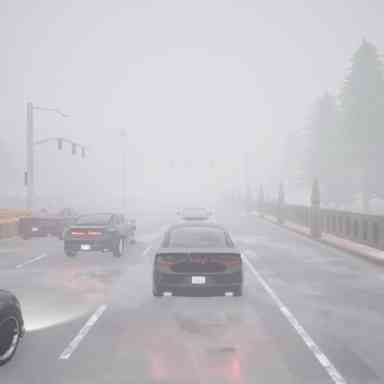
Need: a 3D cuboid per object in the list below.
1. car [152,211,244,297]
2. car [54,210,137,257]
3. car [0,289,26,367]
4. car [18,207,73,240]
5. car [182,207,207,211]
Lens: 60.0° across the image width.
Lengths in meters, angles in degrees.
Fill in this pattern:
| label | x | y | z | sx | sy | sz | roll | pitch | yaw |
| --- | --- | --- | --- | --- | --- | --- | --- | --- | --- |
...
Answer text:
| label | x | y | z | sx | sy | sz | roll | pitch | yaw |
| --- | --- | --- | --- | --- | --- | --- | --- | --- | --- |
| car | 0.117 | 1.478 | 8.629 | 1.882 | 1.535 | 5.008 | 0 | 0 | 0 |
| car | -3.379 | 1.505 | 12.976 | 1.837 | 1.490 | 4.892 | 0 | 0 | 0 |
| car | -3.393 | 1.564 | 3.103 | 1.994 | 1.385 | 4.181 | 0 | 0 | 0 |
| car | -6.905 | 1.478 | 17.010 | 1.882 | 1.535 | 5.008 | 0 | 0 | -1 |
| car | 0.130 | 1.526 | 17.965 | 1.812 | 1.442 | 4.674 | 0 | 0 | 0 |
